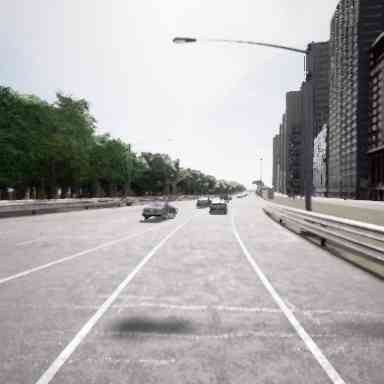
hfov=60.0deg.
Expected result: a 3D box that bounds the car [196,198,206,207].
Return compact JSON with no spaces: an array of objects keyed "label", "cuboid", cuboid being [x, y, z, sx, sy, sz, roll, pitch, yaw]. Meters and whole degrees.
[{"label":"car","cuboid":[1.915,1.612,51.748,2.128,1.511,4.902,1,0,11]}]

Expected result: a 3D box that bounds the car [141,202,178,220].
[{"label":"car","cuboid":[-2.655,1.562,28.183,2.033,1.411,5.357,0,0,11]}]

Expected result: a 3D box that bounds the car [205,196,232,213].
[{"label":"car","cuboid":[3.146,1.590,38.282,2.128,1.511,4.902,0,0,9]}]

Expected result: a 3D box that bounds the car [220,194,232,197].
[{"label":"car","cuboid":[8.067,1.493,83.739,2.150,2.045,5.566,1,0,11]}]
